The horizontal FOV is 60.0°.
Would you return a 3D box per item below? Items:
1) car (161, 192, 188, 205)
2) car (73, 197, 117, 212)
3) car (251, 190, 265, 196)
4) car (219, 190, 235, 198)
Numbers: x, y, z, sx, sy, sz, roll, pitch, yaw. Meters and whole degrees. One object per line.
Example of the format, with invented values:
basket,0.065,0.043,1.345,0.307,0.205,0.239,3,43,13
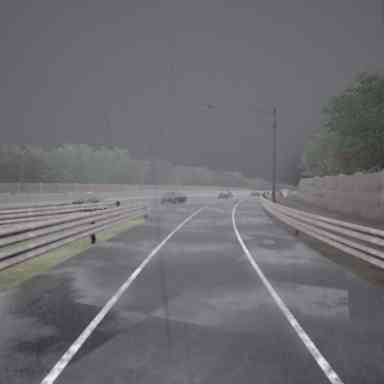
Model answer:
car,-2.317,0.736,45.048,2.097,1.767,4.553,0,1,24
car,-8.757,1.158,30.432,2.128,1.511,4.902,1,1,24
car,17.509,0.226,89.950,2.097,1.767,4.553,1,0,24
car,6.690,0.547,65.434,1.812,1.442,4.674,1,1,24
